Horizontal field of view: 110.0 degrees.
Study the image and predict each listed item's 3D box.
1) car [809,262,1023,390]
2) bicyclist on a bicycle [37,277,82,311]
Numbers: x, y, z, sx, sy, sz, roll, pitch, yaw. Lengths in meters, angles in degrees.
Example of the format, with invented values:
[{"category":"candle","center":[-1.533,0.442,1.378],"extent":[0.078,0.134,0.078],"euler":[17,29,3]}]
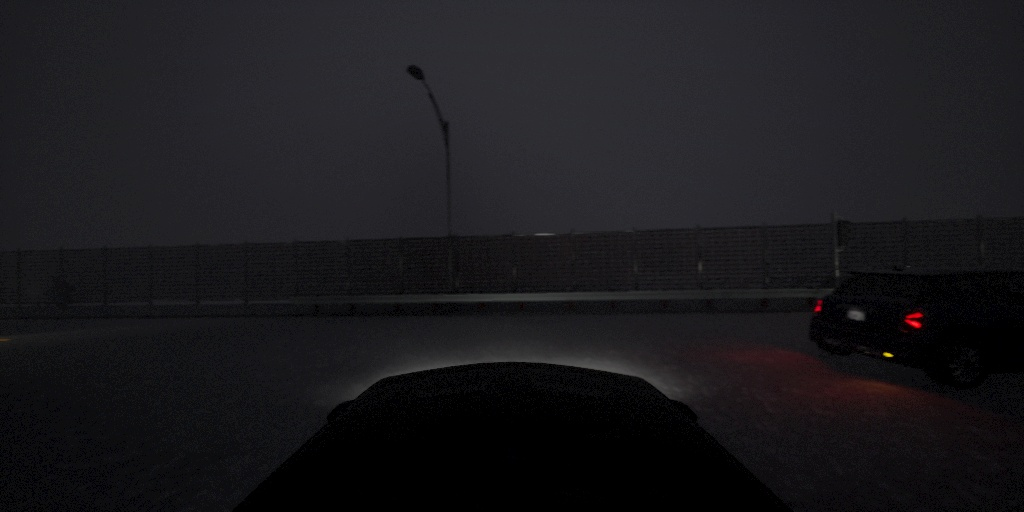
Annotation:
[{"category":"car","center":[7.870,0.956,6.056],"extent":[4.553,1.767,2.097],"euler":[-1,0,-2]},{"category":"bicyclist on a bicycle","center":[-22.424,1.876,17.809],"extent":[0.582,1.620,1.656],"euler":[-2,0,6]}]
